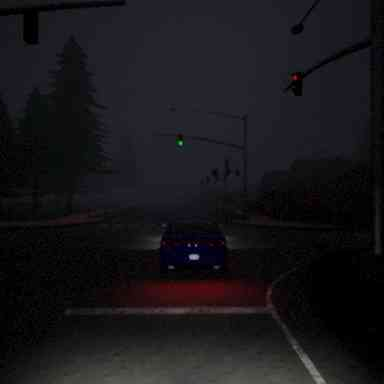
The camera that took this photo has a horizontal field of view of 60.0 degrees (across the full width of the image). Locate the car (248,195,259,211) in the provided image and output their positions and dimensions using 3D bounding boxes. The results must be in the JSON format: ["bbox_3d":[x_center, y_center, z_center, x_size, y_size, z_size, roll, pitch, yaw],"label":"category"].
[{"bbox_3d":[8.844,1.195,38.208,4.605,1.855,1.932,0,0,-1],"label":"car"}]

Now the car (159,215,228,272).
[{"bbox_3d":[0.011,1.483,10.915,1.882,1.535,5.008,0,0,-1],"label":"car"}]

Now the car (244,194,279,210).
[{"bbox_3d":[8.429,1.200,40.718,3.866,1.878,1.905,0,0,-1],"label":"car"}]
